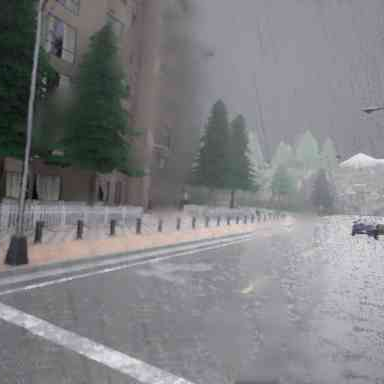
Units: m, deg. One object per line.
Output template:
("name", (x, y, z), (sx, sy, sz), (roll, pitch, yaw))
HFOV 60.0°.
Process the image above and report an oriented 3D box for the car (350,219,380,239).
("car", (14.451, 2.979, 27.692), (1.812, 1.442, 4.674), (5, 0, 30))
